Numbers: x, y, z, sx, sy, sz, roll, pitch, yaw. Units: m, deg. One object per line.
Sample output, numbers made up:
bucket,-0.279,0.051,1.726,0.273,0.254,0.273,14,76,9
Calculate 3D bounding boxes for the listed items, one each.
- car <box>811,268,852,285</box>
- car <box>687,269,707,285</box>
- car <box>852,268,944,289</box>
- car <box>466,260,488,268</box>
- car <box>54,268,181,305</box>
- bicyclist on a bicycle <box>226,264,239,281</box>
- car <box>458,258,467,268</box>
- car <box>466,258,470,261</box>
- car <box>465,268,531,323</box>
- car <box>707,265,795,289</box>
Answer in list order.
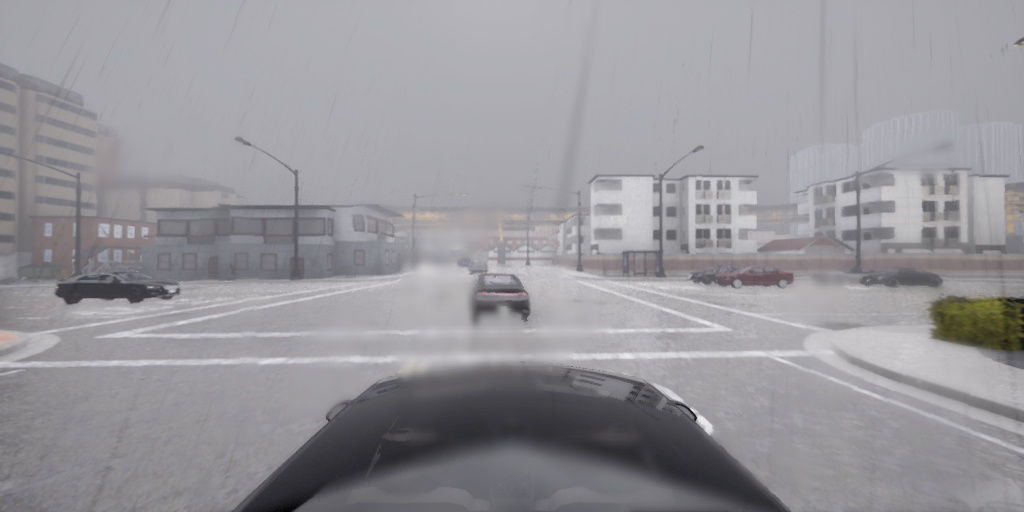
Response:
car,26.670,1.594,28.309,4.718,1.301,1.895,0,-1,2
car,16.611,1.487,28.598,4.902,1.511,2.128,0,-1,1
car,26.780,1.525,24.760,4.181,1.385,1.994,0,-1,4
car,-3.671,1.430,41.258,2.033,1.411,5.357,0,1,0
car,-19.173,1.502,17.601,4.902,1.511,2.128,-1,-1,-1
bicyclist on a bicycle,-26.414,1.561,33.904,0.582,1.620,1.656,-1,0,-1
car,-7.463,1.101,58.675,1.882,1.535,5.008,0,1,-23
car,-4.884,1.325,50.414,1.994,1.385,4.181,0,1,-13
car,-0.588,1.364,12.720,2.128,1.511,4.902,0,-1,-9
car,16.853,1.442,25.095,5.008,1.535,1.882,0,-1,1
